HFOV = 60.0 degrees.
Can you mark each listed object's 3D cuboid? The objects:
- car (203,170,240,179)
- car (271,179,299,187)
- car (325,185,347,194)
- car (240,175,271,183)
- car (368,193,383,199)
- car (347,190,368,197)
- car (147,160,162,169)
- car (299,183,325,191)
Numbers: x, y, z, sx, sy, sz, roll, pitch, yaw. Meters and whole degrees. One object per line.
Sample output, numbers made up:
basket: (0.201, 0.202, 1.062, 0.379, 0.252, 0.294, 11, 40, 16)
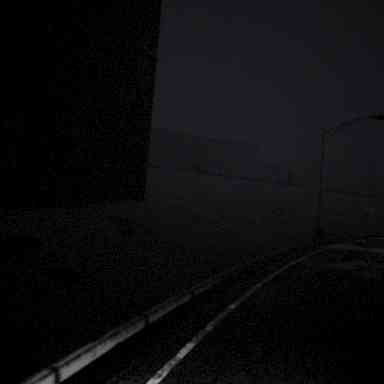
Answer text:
car: (3.878, -2.324, 48.214, 4.892, 1.521, 2.231, 6, -4, -23)
car: (13.944, -1.214, 52.679, 4.674, 1.452, 2.002, 6, -5, -24)
car: (23.831, -0.264, 57.574, 4.553, 1.767, 2.185, 6, -5, -27)
car: (8.921, -1.801, 50.396, 4.892, 1.521, 2.231, 6, -4, -23)
car: (33.621, 1.048, 62.955, 4.674, 1.452, 2.002, 7, -5, -29)
car: (28.837, 0.473, 60.262, 4.792, 1.488, 2.163, 7, -5, -28)
car: (-6.119, -3.461, 43.913, 4.553, 1.767, 2.185, 6, -4, -23)
car: (18.921, -0.697, 55.076, 5.008, 1.535, 2.097, 6, -5, -26)
